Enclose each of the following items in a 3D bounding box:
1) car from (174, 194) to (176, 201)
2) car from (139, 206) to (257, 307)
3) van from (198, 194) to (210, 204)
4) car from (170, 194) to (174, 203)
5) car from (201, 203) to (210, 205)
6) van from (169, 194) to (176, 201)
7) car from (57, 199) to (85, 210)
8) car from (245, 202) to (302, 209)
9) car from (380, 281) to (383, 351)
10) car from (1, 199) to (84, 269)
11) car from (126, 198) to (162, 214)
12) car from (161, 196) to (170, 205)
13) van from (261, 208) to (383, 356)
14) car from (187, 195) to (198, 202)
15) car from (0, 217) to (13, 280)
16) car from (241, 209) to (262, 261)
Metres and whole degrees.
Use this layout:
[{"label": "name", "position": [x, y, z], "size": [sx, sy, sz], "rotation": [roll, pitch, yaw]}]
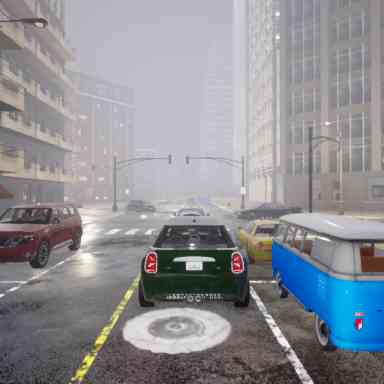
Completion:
[{"label": "car", "position": [-5.443, 1.705, 77.075], "size": [1.947, 1.339, 4.313], "rotation": [0, 0, 0]}, {"label": "car", "position": [0.050, 1.355, 8.120], "size": [2.097, 1.767, 4.553], "rotation": [0, 0, 0]}, {"label": "van", "position": [2.467, 1.429, 60.431], "size": [1.690, 1.788, 3.998], "rotation": [0, 0, 0]}, {"label": "car", "position": [-5.433, 1.561, 71.523], "size": [1.967, 1.590, 4.097], "rotation": [0, 0, 0]}, {"label": "car", "position": [-0.029, 1.536, 17.164], "size": [1.812, 1.442, 4.674], "rotation": [0, 0, 0]}, {"label": "van", "position": [-5.470, 1.542, 93.731], "size": [1.690, 1.788, 3.998], "rotation": [0, 0, 0]}, {"label": "car", "position": [-17.397, 1.747, 47.776], "size": [4.181, 1.385, 1.994], "rotation": [0, -1, 41]}, {"label": "car", "position": [5.926, 1.491, 25.843], "size": [5.357, 1.411, 2.033], "rotation": [-1, 0, -7]}, {"label": "car", "position": [2.569, 1.526, 0.536], "size": [1.752, 1.417, 4.829], "rotation": [0, 0, 0]}, {"label": "car", "position": [-5.328, 1.321, 11.416], "size": [2.192, 1.841, 5.009], "rotation": [0, 0, 0]}, {"label": "car", "position": [-5.617, 1.547, 36.410], "size": [1.837, 1.490, 4.892], "rotation": [0, 0, -36]}, {"label": "car", "position": [-5.413, 1.613, 60.247], "size": [1.752, 1.417, 4.829], "rotation": [0, 0, 0]}, {"label": "van", "position": [2.561, 1.343, 5.900], "size": [1.690, 1.788, 3.998], "rotation": [0, 0, 0]}, {"label": "car", "position": [-0.135, 1.630, 80.638], "size": [1.882, 1.535, 5.008], "rotation": [0, 0, 0]}, {"label": "car", "position": [-5.319, 1.442, 5.880], "size": [1.967, 1.590, 4.097], "rotation": [0, 0, 0]}, {"label": "car", "position": [2.550, 1.531, 11.606], "size": [1.752, 1.417, 4.829], "rotation": [0, 0, 0]}]
